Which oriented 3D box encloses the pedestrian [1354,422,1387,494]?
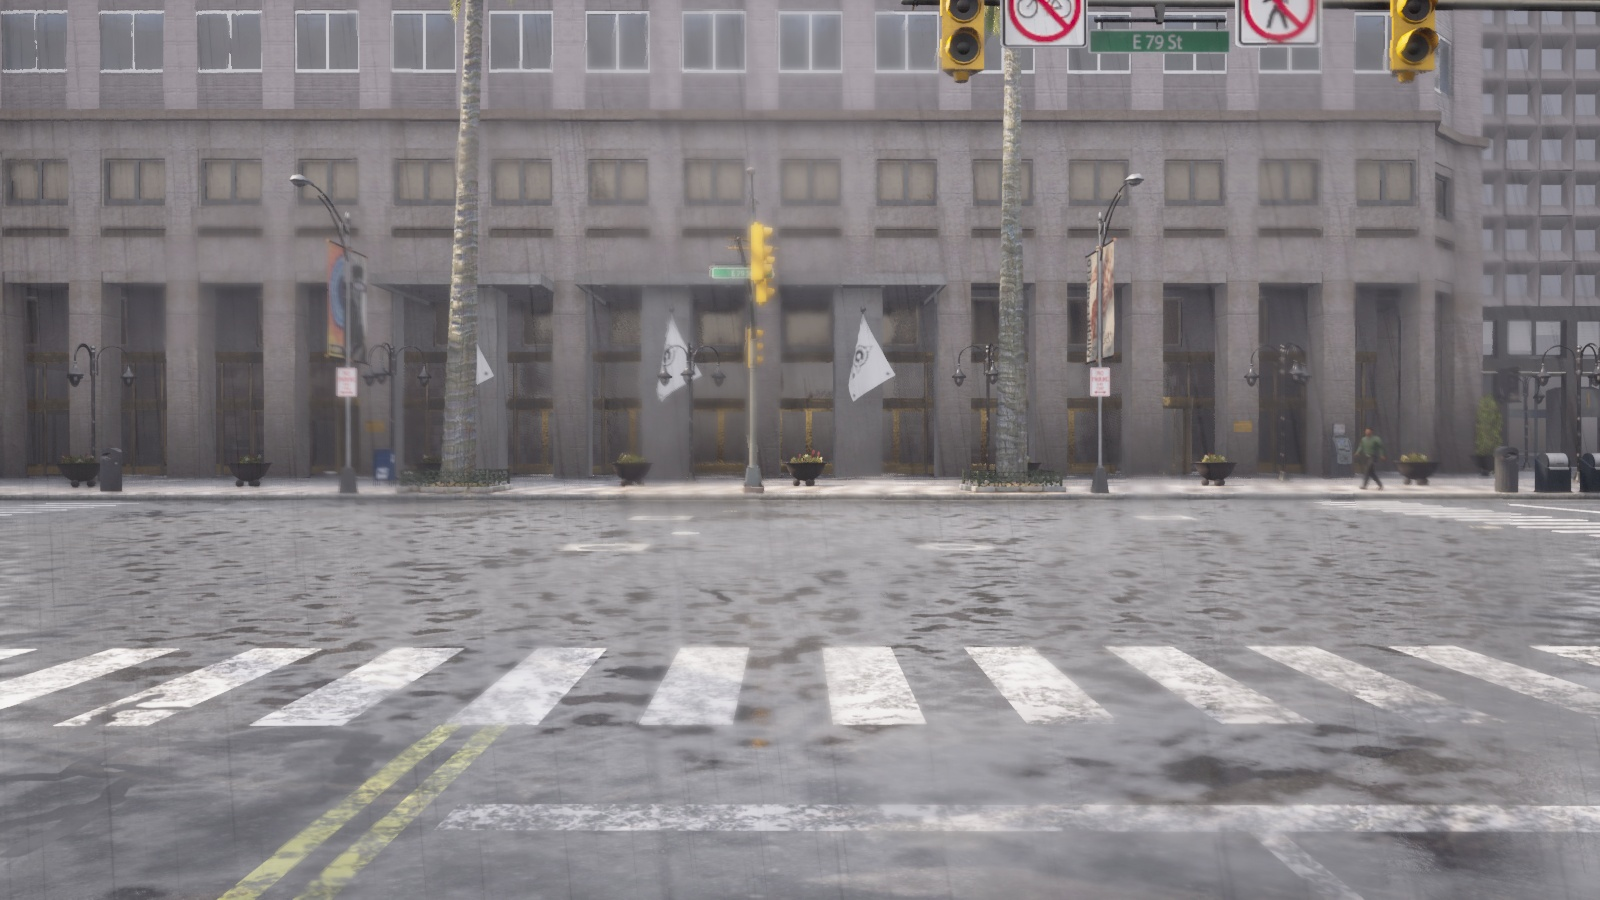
[{"bbox_3d":[15.573,0.222,34.270,0.788,1.949,0.423,0,0,-26],"label":"pedestrian"}]
